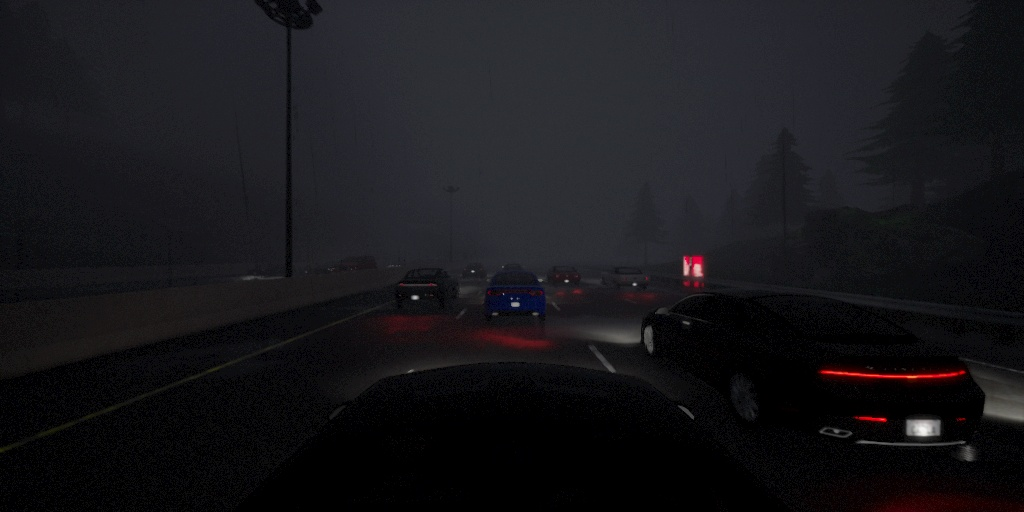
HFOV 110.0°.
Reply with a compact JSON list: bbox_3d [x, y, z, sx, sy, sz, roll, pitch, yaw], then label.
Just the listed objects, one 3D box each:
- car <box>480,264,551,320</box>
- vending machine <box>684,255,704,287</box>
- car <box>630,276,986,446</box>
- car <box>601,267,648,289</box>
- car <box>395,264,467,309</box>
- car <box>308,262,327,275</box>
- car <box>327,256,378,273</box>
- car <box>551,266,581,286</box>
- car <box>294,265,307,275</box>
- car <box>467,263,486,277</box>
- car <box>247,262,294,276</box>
[{"bbox_3d":[0.098,1.230,12.673,1.882,1.535,5.008,0,0,0],"label":"car"},{"bbox_3d":[11.998,0.948,23.720,1.100,2.100,0.880,0,0,0],"label":"vending machine"},{"bbox_3d":[3.595,1.255,5.555,1.837,1.490,4.892,0,0,0],"label":"car"},{"bbox_3d":[7.100,1.354,22.954,1.895,1.301,4.718,0,0,0],"label":"car"},{"bbox_3d":[-3.402,1.244,15.022,2.128,1.511,4.902,0,0,0],"label":"car"},{"bbox_3d":[-17.597,1.236,35.477,1.882,1.535,5.008,0,0,0],"label":"car"},{"bbox_3d":[-14.101,0.977,32.569,2.150,2.045,5.566,0,0,0],"label":"car"},{"bbox_3d":[3.597,1.355,25.748,1.895,1.301,4.718,0,0,0],"label":"car"},{"bbox_3d":[-21.096,1.360,39.072,1.895,1.301,4.718,0,0,0],"label":"car"},{"bbox_3d":[-3.404,1.320,33.318,1.994,1.385,4.181,0,0,0],"label":"car"},{"bbox_3d":[-24.599,1.306,37.014,2.033,1.411,5.357,0,0,0],"label":"car"}]
